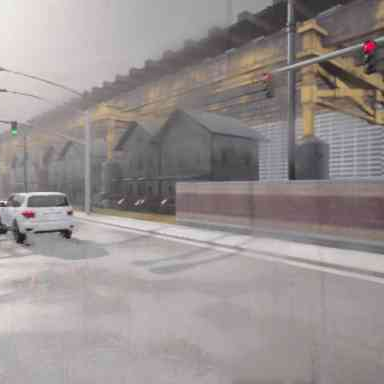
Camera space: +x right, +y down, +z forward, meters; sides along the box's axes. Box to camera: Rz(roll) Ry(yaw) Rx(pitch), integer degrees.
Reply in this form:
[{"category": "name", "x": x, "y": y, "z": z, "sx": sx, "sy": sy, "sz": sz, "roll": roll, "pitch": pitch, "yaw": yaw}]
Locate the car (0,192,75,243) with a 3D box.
[{"category": "car", "x": -7.262, "y": 1.018, "z": 15.279, "sx": 2.150, "sy": 2.045, "sz": 5.566, "roll": -1, "pitch": 1, "yaw": -40}]
